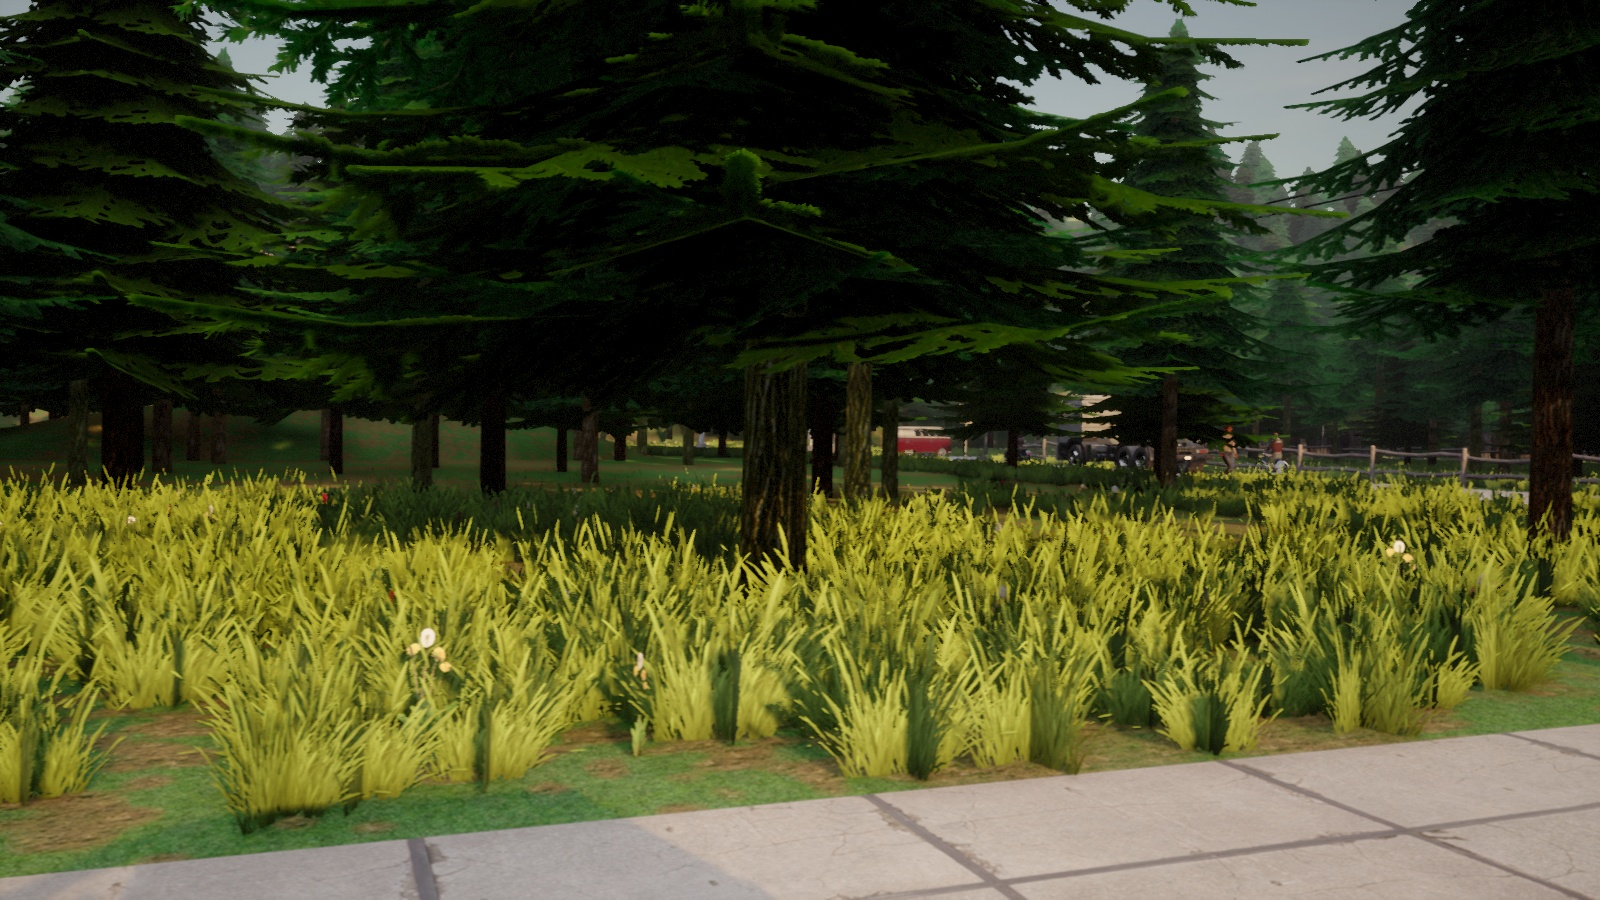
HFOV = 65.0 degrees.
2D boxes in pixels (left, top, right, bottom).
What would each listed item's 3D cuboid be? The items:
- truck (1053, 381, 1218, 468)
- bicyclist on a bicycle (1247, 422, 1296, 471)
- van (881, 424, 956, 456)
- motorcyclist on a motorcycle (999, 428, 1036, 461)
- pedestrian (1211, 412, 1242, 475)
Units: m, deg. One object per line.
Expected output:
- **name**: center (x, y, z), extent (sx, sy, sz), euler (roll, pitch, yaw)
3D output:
- **truck**: center (14.261, -1.094, 54.166), extent (2.891, 3.462, 7.936), euler (-1, 1, -20)
- **bicyclist on a bicycle**: center (17.220, -0.140, 45.893), extent (0.659, 1.776, 1.843), euler (-1, 1, -20)
- **van**: center (7.370, -0.635, 77.789), extent (4.442, 1.987, 1.775), euler (-1, 1, -32)
- **motorcyclist on a motorcycle**: center (10.956, -0.275, 63.371), extent (0.766, 1.649, 2.350), euler (-1, 1, -21)
- **pedestrian**: center (12.417, -0.183, 36.584), extent (0.328, 1.805, 0.869), euler (-1, 1, -30)
